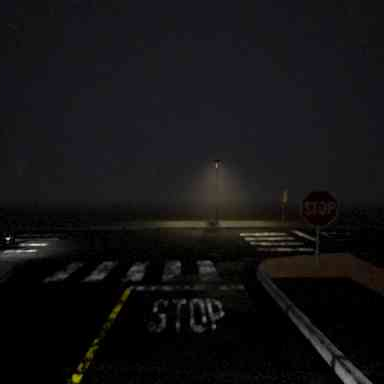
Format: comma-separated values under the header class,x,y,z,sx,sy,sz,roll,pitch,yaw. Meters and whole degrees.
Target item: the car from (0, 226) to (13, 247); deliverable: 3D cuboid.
class,x,y,z,sx,sy,sz,roll,pitch,yaw
car,-10.194,1.709,13.969,4.892,1.490,1.837,0,3,-3
